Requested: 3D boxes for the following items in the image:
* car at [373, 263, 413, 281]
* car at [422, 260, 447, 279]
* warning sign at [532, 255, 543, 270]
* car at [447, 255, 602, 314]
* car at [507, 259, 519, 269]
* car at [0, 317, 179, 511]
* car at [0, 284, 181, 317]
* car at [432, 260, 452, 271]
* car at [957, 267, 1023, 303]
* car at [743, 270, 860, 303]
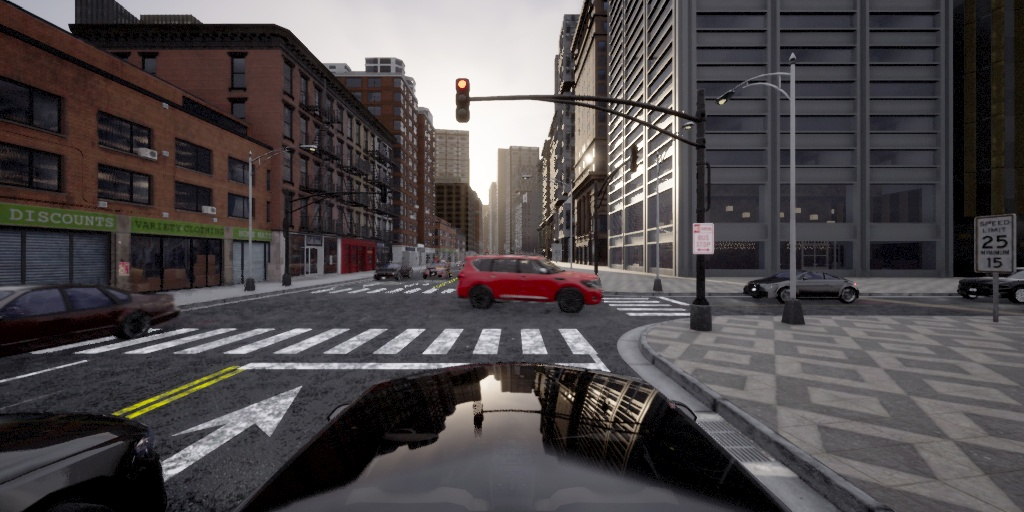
[{"bbox_3d":[-9.791,1.290,30.012,2.033,1.411,5.357,0,0,0],"label":"car"},{"bbox_3d":[-6.536,1.306,31.764,1.994,1.385,4.181,0,0,0],"label":"car"},{"bbox_3d":[2.934,0.848,41.273,1.300,1.860,1.060,0,0,0],"label":"warning sign"},{"bbox_3d":[0.604,0.971,13.770,5.566,2.045,2.150,0,1,17],"label":"car"},{"bbox_3d":[0.160,1.244,57.357,1.812,1.442,4.674,0,0,1],"label":"car"},{"bbox_3d":[-3.152,1.241,0.283,2.128,1.511,4.902,0,0,0],"label":"car"},{"bbox_3d":[-9.836,1.297,7.212,2.033,1.411,5.357,0,0,0],"label":"car"},{"bbox_3d":[-9.735,1.250,50.275,1.812,1.442,4.674,0,0,0],"label":"car"},{"bbox_3d":[23.189,1.247,16.073,5.008,1.535,1.882,0,0,0],"label":"car"},{"bbox_3d":[12.892,1.328,16.139,4.181,1.385,1.994,0,0,0],"label":"car"}]
